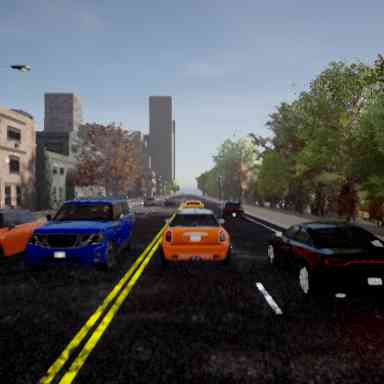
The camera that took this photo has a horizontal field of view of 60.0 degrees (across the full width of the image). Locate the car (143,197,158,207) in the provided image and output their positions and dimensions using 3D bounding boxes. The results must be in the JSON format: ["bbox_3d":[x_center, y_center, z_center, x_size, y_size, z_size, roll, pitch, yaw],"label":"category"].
[{"bbox_3d":[-6.718,1.605,53.983,1.812,1.442,4.674,0,0,0],"label":"car"}]

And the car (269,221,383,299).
[{"bbox_3d":[3.353,1.490,8.569,1.882,1.535,5.008,0,0,0],"label":"car"}]

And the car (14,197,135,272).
[{"bbox_3d":[-3.347,1.238,11.188,2.150,2.045,5.566,0,0,0],"label":"car"}]

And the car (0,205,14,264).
[{"bbox_3d":[-6.597,1.368,10.796,2.097,1.767,4.553,0,0,0],"label":"car"}]

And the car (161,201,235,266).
[{"bbox_3d":[0.104,1.369,11.794,2.097,1.767,4.553,0,0,0],"label":"car"}]

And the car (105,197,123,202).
[{"bbox_3d":[-20.667,1.951,87.779,4.313,1.339,1.947,-1,1,-1],"label":"car"}]

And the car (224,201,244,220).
[{"bbox_3d":[3.358,1.547,28.882,1.837,1.490,4.892,0,0,0],"label":"car"}]

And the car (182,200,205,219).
[{"bbox_3d":[0.109,1.522,30.412,1.882,1.535,5.008,0,0,0],"label":"car"}]

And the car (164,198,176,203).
[{"bbox_3d":[-3.462,1.680,53.541,1.895,1.301,4.718,0,0,0],"label":"car"}]
